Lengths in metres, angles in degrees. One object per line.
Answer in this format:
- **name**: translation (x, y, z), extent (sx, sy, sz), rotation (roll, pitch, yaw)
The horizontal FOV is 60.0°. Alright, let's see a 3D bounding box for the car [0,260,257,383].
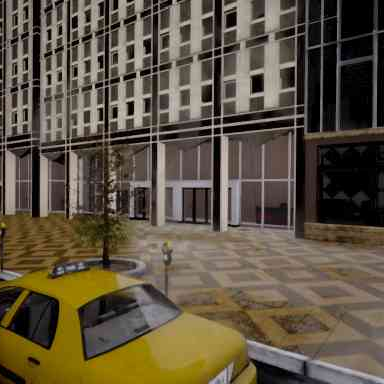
- **car**: translation (-1.654, 1.524, 4.076), extent (4.829, 1.417, 1.752), rotation (0, 1, 36)
